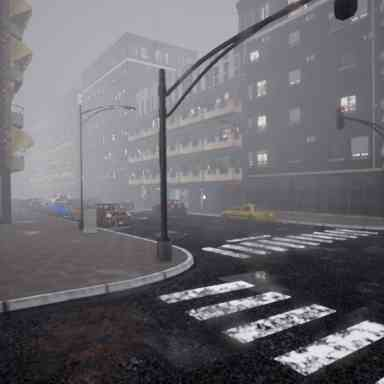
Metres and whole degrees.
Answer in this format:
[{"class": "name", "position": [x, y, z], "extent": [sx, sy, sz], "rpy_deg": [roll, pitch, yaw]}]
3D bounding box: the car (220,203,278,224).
[{"class": "car", "position": [4.019, 1.491, 24.431], "extent": [1.752, 1.417, 4.829], "rpy_deg": [-1, 1, -36]}]

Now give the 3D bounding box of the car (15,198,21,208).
[{"class": "car", "position": [-25.277, 1.766, 50.881], "extent": [1.947, 1.339, 4.313], "rpy_deg": [-1, 1, -36]}]

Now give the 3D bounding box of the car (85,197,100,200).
[{"class": "car", "position": [-15.245, 1.495, 51.269], "extent": [1.967, 1.590, 4.097], "rpy_deg": [-1, 1, -36]}]

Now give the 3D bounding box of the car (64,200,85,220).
[{"class": "car", "position": [-9.044, 1.649, 28.262], "extent": [1.752, 1.417, 4.829], "rpy_deg": [-1, 1, -36]}]

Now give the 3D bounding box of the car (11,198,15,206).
[{"class": "car", "position": [-31.731, 1.779, 59.873], "extent": [1.887, 1.381, 4.507], "rpy_deg": [-1, 1, -36]}]

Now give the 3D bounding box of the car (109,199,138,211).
[{"class": "car", "position": [-8.789, 1.575, 42.278], "extent": [2.008, 1.369, 4.403], "rpy_deg": [-1, 1, -36]}]

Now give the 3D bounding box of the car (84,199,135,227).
[{"class": "car", "position": [-5.918, 1.549, 23.904], "extent": [1.967, 1.590, 4.097], "rpy_deg": [-1, 1, -36]}]

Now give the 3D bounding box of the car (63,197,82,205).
[{"class": "car", "position": [-21.697, 1.639, 60.262], "extent": [2.008, 1.369, 4.403], "rpy_deg": [-1, 1, -36]}]

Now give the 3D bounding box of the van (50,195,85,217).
[{"class": "van", "position": [-12.373, 1.480, 32.894], "extent": [1.690, 1.788, 3.998], "rpy_deg": [-1, 1, -36]}]

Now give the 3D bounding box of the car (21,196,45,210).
[{"class": "car", "position": [-22.052, 1.625, 46.384], "extent": [1.967, 1.590, 4.097], "rpy_deg": [-1, 1, -36]}]

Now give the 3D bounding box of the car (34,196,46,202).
[{"class": "car", "position": [-37.831, 1.722, 82.743], "extent": [1.887, 1.381, 4.507], "rpy_deg": [-1, 1, -36]}]

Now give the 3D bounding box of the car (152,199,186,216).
[{"class": "car", "position": [-2.337, 1.434, 33.284], "extent": [1.967, 1.590, 4.097], "rpy_deg": [-1, 1, -36]}]

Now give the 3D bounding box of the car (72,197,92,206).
[{"class": "car", "position": [-18.470, 1.637, 55.766], "extent": [1.947, 1.339, 4.313], "rpy_deg": [-1, 1, -36]}]
